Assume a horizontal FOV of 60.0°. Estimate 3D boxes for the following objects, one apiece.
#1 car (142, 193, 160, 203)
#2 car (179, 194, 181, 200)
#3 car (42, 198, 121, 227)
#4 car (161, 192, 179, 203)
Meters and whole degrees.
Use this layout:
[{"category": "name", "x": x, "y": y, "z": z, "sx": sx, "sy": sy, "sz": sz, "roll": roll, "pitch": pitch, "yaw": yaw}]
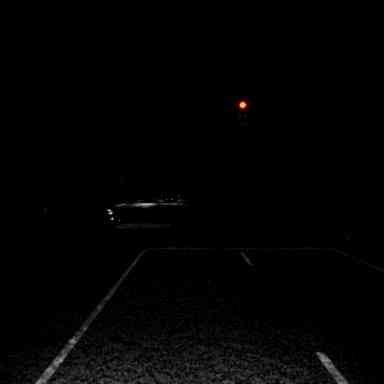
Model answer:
[{"category": "car", "x": -7.060, "y": 1.029, "z": 54.854, "sx": 2.128, "sy": 1.511, "sz": 4.902, "roll": 0, "pitch": 0, "yaw": 0}, {"category": "car", "x": -3.489, "y": 0.763, "z": 70.030, "sx": 2.097, "sy": 1.767, "sz": 4.553, "roll": 0, "pitch": 0, "yaw": 0}, {"category": "car", "x": -6.767, "y": 1.162, "z": 20.746, "sx": 4.553, "sy": 1.767, "sz": 2.097, "roll": 0, "pitch": 0, "yaw": 3}, {"category": "car", "x": -3.562, "y": 1.043, "z": 54.727, "sx": 1.837, "sy": 1.490, "sz": 4.892, "roll": 0, "pitch": 0, "yaw": 0}]
